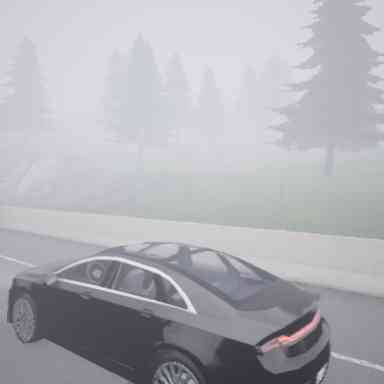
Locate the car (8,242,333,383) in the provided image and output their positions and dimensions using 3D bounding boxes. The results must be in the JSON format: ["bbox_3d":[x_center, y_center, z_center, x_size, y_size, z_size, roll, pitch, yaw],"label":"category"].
[{"bbox_3d":[-0.700,1.466,4.616,4.902,1.511,2.128,1,0,37],"label":"car"}]
